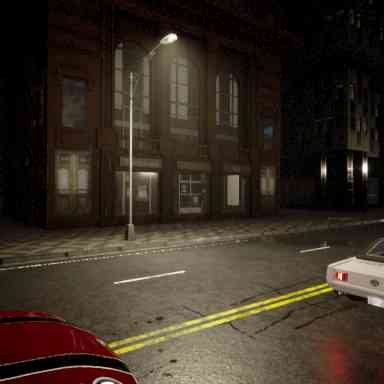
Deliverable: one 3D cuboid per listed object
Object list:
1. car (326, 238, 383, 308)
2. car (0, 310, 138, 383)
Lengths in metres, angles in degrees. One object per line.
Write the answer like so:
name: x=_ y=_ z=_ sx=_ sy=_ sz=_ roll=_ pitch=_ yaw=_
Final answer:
car: x=4.984 y=1.597 z=6.992 sx=4.718 sy=1.301 sz=1.895 roll=0 pitch=0 yaw=-35
car: x=-2.451 y=1.352 z=1.691 sx=4.553 sy=1.767 sz=2.097 roll=0 pitch=0 yaw=-36
